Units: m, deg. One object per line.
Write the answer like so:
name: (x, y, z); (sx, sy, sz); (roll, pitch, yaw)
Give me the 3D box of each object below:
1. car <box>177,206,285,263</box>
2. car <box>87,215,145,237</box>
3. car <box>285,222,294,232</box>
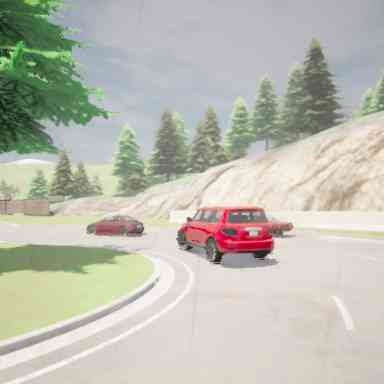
car: (1.167, 1.602, 13.846); (2.150, 2.045, 5.566); (1, -2, -20)
car: (-5.376, 2.351, 23.502); (4.181, 1.385, 1.994); (-2, -2, 26)
car: (4.043, 2.144, 21.597); (1.895, 1.301, 4.718); (0, -2, -42)
